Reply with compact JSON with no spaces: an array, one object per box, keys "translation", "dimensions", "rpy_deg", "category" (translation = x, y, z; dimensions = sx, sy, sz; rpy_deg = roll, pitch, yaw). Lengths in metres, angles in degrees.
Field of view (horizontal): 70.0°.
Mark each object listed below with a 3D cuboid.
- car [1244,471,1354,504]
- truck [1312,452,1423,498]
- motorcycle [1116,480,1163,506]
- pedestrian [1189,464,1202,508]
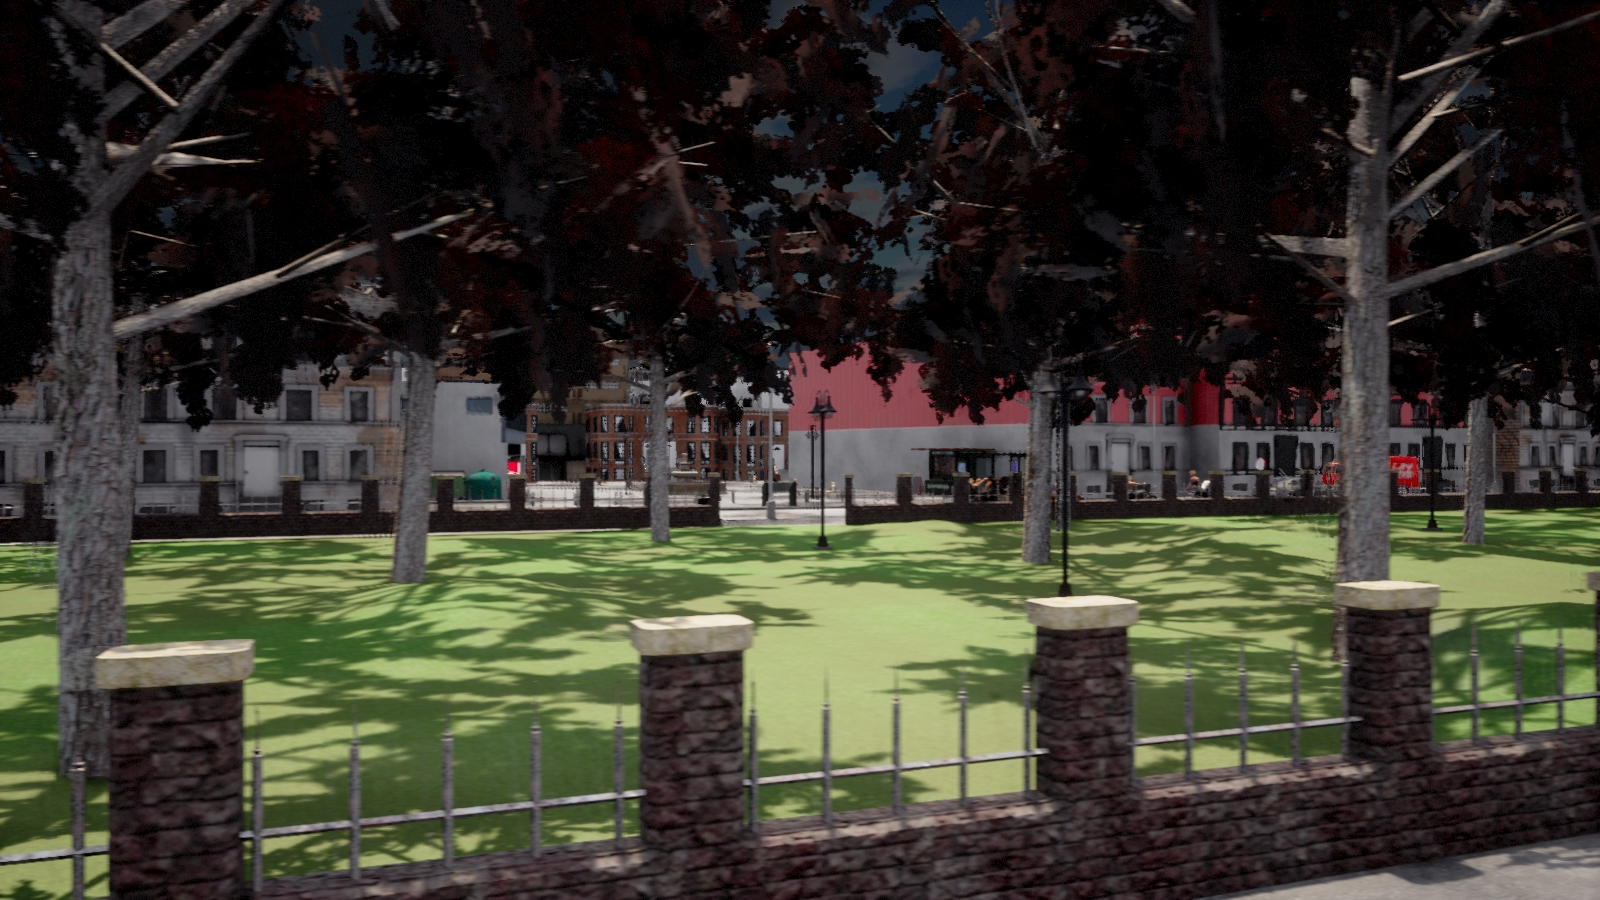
[{"translation":[24.778,1.833,56.778],"dimensions":[4.902,1.511,2.128],"rpy_deg":[0,0,-20],"category":"car"},{"translation":[31.526,1.354,63.504],"dimensions":[5.204,2.467,2.627],"rpy_deg":[0,0,-20],"category":"truck"},{"translation":[15.933,1.997,53.594],"dimensions":[2.033,1.145,0.803],"rpy_deg":[0,0,-20],"category":"motorcycle"},{"translation":[16.890,1.529,48.816],"dimensions":[0.375,1.860,0.375],"rpy_deg":[0,0,-19],"category":"pedestrian"}]
